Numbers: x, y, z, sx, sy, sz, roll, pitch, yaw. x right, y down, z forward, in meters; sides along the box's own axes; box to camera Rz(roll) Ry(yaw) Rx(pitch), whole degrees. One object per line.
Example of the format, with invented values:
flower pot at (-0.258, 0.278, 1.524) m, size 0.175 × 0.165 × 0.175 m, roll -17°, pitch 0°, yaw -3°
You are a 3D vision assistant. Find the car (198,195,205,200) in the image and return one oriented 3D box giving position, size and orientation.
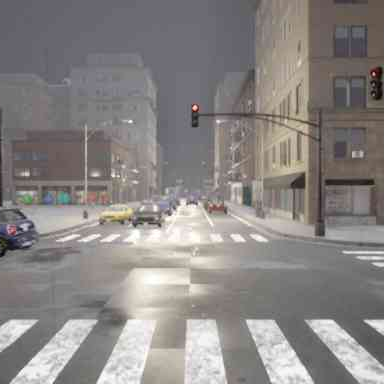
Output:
car at (2.634, 1.516, 92.033) m, size 1.947 × 1.339 × 4.313 m, roll 0°, pitch 0°, yaw 0°

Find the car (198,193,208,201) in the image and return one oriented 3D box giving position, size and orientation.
car at (2.634, 1.270, 80.709) m, size 2.192 × 1.841 × 5.009 m, roll 0°, pitch 0°, yaw 0°

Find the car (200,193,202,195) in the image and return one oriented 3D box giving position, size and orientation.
car at (2.635, 1.511, 69.385) m, size 2.008 × 1.369 × 4.403 m, roll 0°, pitch 0°, yaw 0°

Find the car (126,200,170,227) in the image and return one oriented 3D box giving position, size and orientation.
car at (-2.835, 1.533, 22.746) m, size 2.033 × 1.411 × 5.357 m, roll 0°, pitch 0°, yaw -1°

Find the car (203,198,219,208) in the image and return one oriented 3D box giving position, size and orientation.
car at (2.636, 1.538, 46.738) m, size 1.947 × 1.339 × 4.313 m, roll 0°, pitch 0°, yaw 0°

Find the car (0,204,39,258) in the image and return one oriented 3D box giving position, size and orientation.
car at (-8.046, 1.315, 11.855) m, size 4.553 × 1.767 × 2.097 m, roll 0°, pitch 0°, yaw 0°

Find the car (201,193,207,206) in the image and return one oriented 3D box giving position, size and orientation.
car at (2.636, 1.290, 41.076) m, size 2.192 × 1.841 × 5.009 m, roll 0°, pitch 0°, yaw 0°

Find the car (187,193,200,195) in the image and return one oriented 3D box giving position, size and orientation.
car at (-0.003, 1.184, 64.207) m, size 2.150 × 2.045 × 5.566 m, roll 0°, pitch 0°, yaw 0°

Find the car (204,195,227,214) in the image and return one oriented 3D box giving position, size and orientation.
car at (2.636, 1.419, 35.414) m, size 1.967 × 1.590 × 4.097 m, roll 0°, pitch 0°, yaw 0°

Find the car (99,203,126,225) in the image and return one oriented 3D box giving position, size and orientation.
car at (-5.388, 1.510, 23.920) m, size 1.752 × 1.417 × 4.829 m, roll 0°, pitch 0°, yaw 0°

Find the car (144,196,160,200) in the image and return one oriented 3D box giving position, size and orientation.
car at (-5.389, 1.526, 41.076) m, size 2.008 × 1.369 × 4.403 m, roll 0°, pitch 0°, yaw 0°

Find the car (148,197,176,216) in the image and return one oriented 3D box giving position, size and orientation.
car at (-2.839, 1.506, 32.051) m, size 1.812 × 1.442 × 4.674 m, roll 0°, pitch 0°, yaw 0°

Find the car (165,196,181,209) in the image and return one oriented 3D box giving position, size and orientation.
car at (-2.789, 1.522, 41.788) m, size 2.033 × 1.411 × 5.357 m, roll 0°, pitch 0°, yaw 1°

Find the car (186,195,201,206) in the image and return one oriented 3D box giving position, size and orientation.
car at (-0.002, 1.569, 53.905) m, size 1.895 × 1.301 × 4.718 m, roll 0°, pitch 0°, yaw 0°

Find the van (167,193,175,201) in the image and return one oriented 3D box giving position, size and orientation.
van at (-5.391, 1.293, 86.371) m, size 1.690 × 1.788 × 3.998 m, roll 0°, pitch 0°, yaw 0°
